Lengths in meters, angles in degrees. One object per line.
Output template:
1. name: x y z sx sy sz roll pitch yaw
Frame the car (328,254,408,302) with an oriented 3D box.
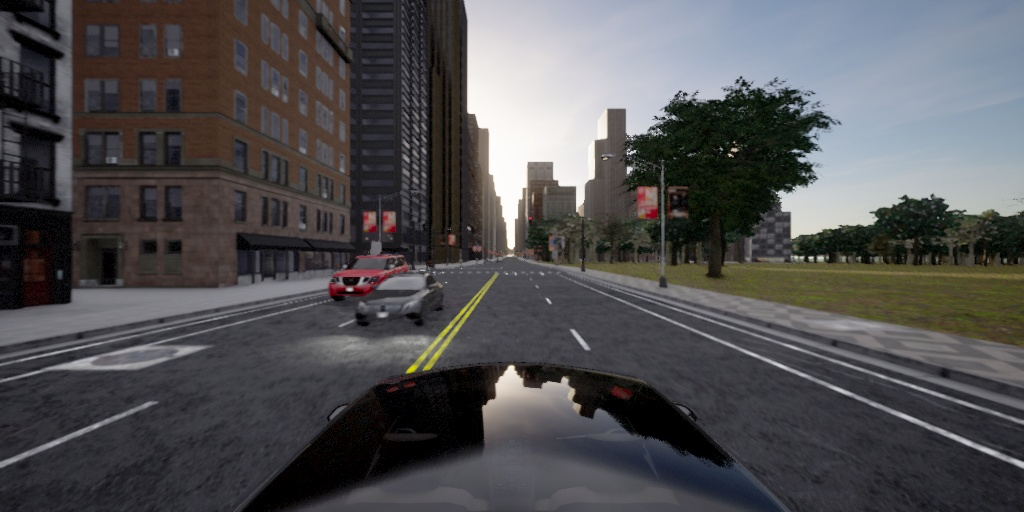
1. car: -6.608 0.949 17.359 2.150 2.045 5.566 0 1 0

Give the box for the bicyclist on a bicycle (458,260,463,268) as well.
1. bicyclist on a bicycle: -8.781 1.200 61.647 0.866 1.612 1.509 0 -1 0

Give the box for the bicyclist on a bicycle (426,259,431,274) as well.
1. bicyclist on a bicycle: -8.767 1.171 37.755 0.582 1.620 1.656 0 0 0

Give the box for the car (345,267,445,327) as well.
1. car: -3.356 1.266 11.631 1.812 1.442 4.674 0 0 0
